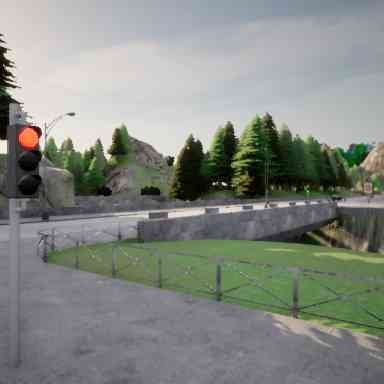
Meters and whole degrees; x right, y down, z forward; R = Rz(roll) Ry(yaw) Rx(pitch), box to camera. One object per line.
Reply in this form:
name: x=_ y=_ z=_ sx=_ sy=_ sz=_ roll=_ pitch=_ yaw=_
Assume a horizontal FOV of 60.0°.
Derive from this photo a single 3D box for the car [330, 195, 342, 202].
car: x=32.969 y=1.438 z=75.990 sx=1.837 sy=1.490 sz=4.892 roll=0 pitch=0 yaw=36
